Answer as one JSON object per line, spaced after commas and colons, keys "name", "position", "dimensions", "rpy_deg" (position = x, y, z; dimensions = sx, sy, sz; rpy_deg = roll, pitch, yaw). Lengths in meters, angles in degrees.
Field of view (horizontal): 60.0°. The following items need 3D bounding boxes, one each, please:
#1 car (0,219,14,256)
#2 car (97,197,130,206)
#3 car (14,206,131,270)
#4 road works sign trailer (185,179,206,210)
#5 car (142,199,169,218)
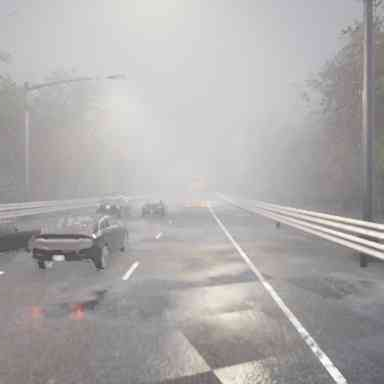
{"name": "car", "position": [-6.759, 1.458, 10.850], "dimensions": [1.895, 1.301, 4.718], "rpy_deg": [7, -3, 1]}
{"name": "car", "position": [-6.631, 1.226, 28.520], "dimensions": [2.097, 1.767, 4.553], "rpy_deg": [0, 0, 1]}
{"name": "car", "position": [-3.356, 1.447, 10.857], "dimensions": [2.128, 1.511, 4.902], "rpy_deg": [0, 0, 0]}
{"name": "road works sign trailer", "position": [0.497, 0.280, 40.095], "dimensions": [2.380, 3.560, 2.880], "rpy_deg": [0, 0, 2]}
{"name": "car", "position": [-3.127, 1.364, 28.831], "dimensions": [2.128, 1.511, 4.902], "rpy_deg": [0, 0, 1]}
